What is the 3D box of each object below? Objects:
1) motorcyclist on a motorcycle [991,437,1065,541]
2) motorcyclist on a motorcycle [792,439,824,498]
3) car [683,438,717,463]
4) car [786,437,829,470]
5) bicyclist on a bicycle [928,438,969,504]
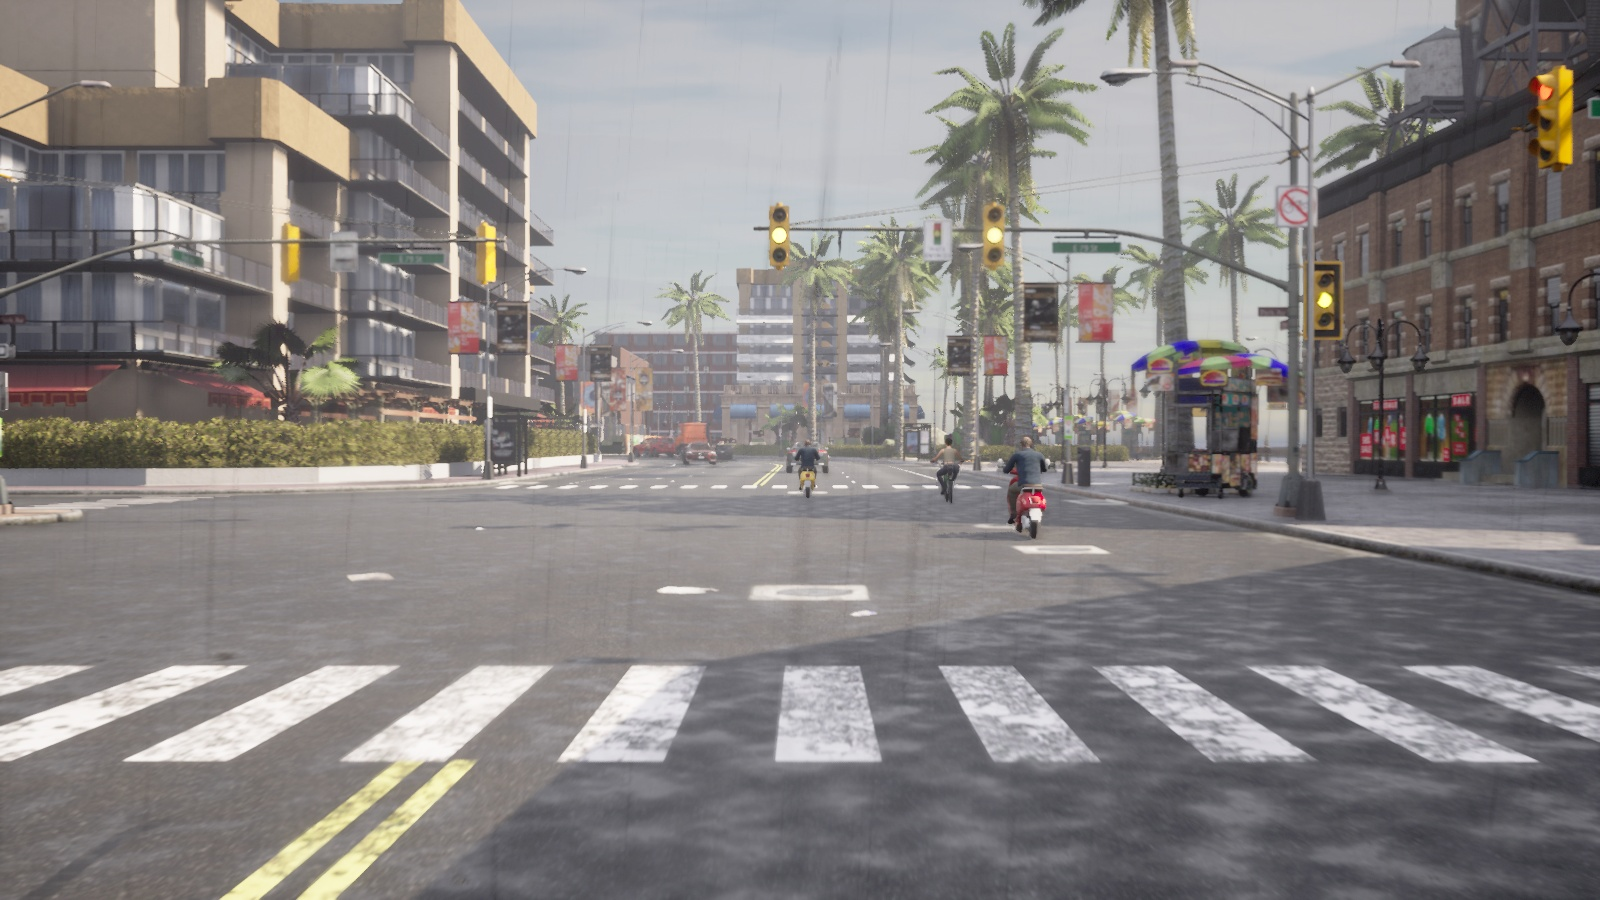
[{"bbox_3d":[3.630,0.589,20.134,0.866,1.590,1.817,0,0,0],"label":"motorcyclist on a motorcycle"},{"bbox_3d":[0.213,0.503,34.886,0.866,1.590,1.817,0,0,0],"label":"motorcyclist on a motorcycle"},{"bbox_3d":[-6.926,0.032,86.430,2.152,1.651,5.027,0,0,-7],"label":"car"},{"bbox_3d":[0.379,0.163,64.261,2.152,1.651,5.027,0,0,0],"label":"car"},{"bbox_3d":[3.687,0.510,31.259,0.866,1.612,1.509,0,0,1],"label":"bicyclist on a bicycle"}]
